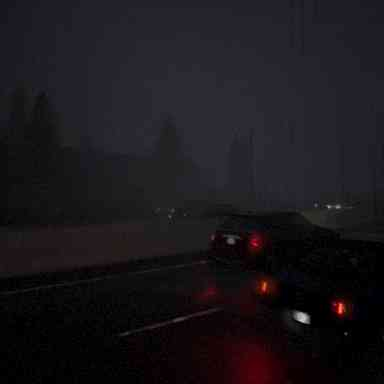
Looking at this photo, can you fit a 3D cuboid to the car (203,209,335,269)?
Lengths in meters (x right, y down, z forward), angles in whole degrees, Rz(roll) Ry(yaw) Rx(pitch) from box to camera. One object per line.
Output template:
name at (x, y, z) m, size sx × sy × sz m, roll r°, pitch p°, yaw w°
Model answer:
car at (2.709, 1.358, 10.346) m, size 4.553 × 1.767 × 2.097 m, roll 0°, pitch 0°, yaw -39°

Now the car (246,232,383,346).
car at (3.409, 1.605, 6.384) m, size 4.718 × 1.301 × 1.895 m, roll 0°, pitch 0°, yaw -38°

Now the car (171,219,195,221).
car at (1.184, 1.555, 18.379) m, size 5.357 × 1.411 × 2.033 m, roll 0°, pitch 0°, yaw -41°
